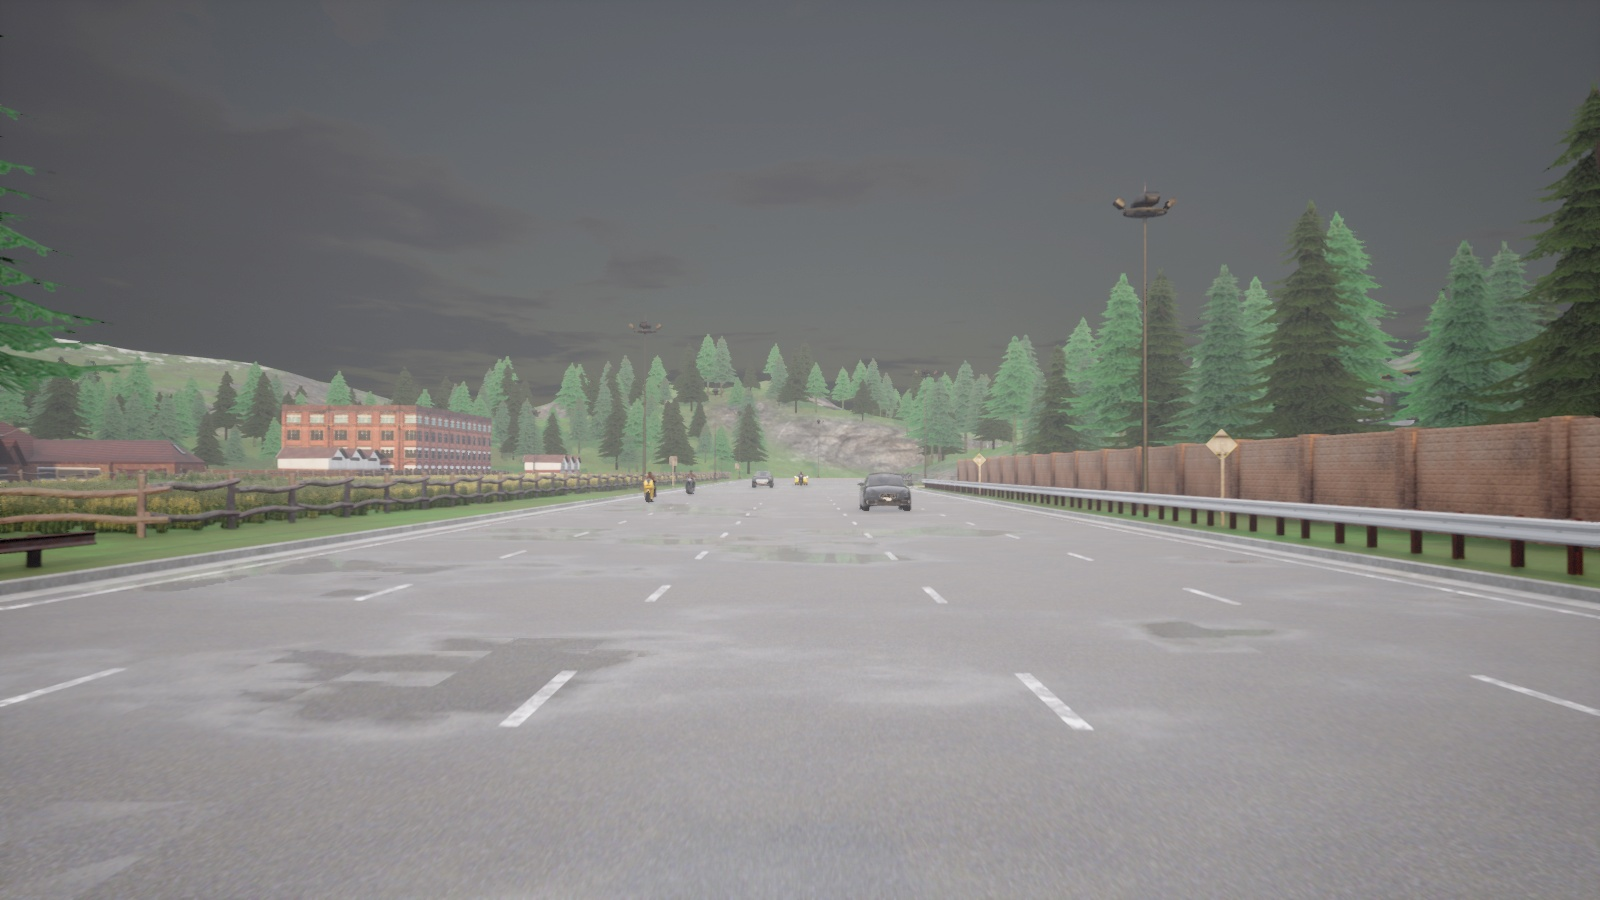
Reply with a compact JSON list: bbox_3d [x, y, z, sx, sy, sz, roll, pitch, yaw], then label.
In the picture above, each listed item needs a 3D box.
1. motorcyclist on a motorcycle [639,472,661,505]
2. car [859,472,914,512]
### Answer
[{"bbox_3d":[-7.103,1.824,59.466,0.797,1.523,2.044,0,-3,0],"label":"motorcyclist on a motorcycle"},{"bbox_3d":[3.381,1.641,49.893,1.837,1.490,4.892,0,-1,0],"label":"car"}]
